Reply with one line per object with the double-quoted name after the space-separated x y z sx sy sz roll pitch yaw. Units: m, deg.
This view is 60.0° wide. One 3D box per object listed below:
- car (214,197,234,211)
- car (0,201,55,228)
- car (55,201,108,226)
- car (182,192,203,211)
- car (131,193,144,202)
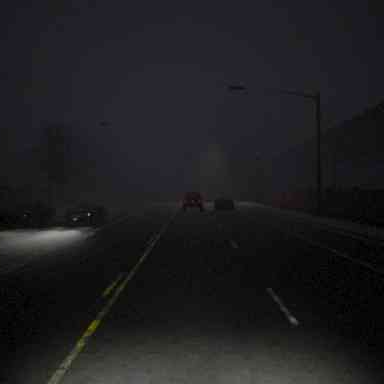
3.576 1.294 37.674 1.882 1.535 5.008 0 0 0 "car"
-10.612 1.376 21.682 1.882 1.535 5.008 0 0 0 "car"
-7.111 1.385 22.674 2.128 1.511 4.902 0 0 0 "car"
0.077 1.041 37.201 2.150 2.045 5.566 0 0 0 "car"
-10.540 1.011 64.480 1.812 1.442 4.674 0 0 0 "car"
